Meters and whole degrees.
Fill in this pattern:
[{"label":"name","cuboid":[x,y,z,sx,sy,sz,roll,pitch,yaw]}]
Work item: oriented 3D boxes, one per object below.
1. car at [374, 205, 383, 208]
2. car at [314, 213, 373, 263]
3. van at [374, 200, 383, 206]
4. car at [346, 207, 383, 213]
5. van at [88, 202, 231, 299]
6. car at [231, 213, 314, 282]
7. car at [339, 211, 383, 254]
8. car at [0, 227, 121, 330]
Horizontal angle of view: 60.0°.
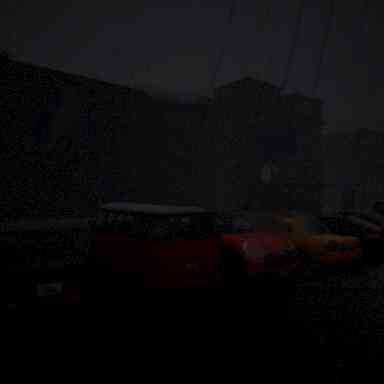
[{"label":"car","cuboid":[10.085,1.653,16.654,2.097,1.535,5.008,1,0,-36]},{"label":"car","cuboid":[3.181,1.571,11.954,1.946,1.575,5.366,1,0,-36]},{"label":"van","cuboid":[12.416,1.453,18.183,1.878,1.987,4.442,1,0,-36]},{"label":"car","cuboid":[7.815,1.627,15.044,2.097,1.535,5.008,1,0,-36]},{"label":"van","cuboid":[-1.255,1.295,8.700,1.878,1.987,4.442,1,0,-36]},{"label":"car","cuboid":[1.008,1.421,10.211,2.185,1.767,4.553,1,0,-36]},{"label":"car","cuboid":[5.554,1.642,13.419,2.002,1.452,4.674,1,0,-36]},{"label":"car","cuboid":[-3.522,1.521,6.971,2.163,1.488,4.792,1,0,-36]}]
